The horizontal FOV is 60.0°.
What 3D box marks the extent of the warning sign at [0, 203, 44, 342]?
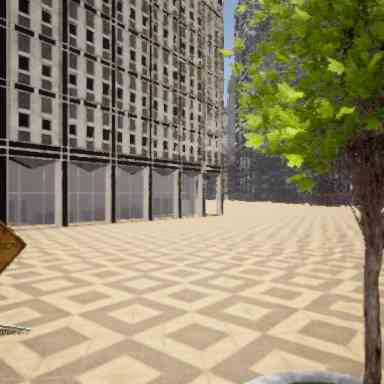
[{"bbox_3d":[-3.067,1.121,4.852,1.060,1.860,1.300,0,0,36],"label":"warning sign"}]
